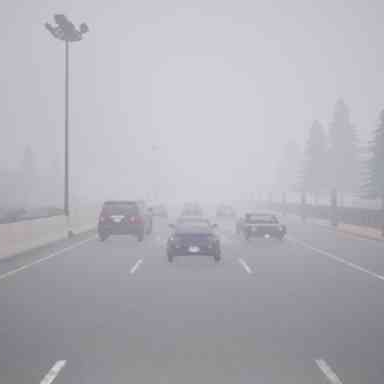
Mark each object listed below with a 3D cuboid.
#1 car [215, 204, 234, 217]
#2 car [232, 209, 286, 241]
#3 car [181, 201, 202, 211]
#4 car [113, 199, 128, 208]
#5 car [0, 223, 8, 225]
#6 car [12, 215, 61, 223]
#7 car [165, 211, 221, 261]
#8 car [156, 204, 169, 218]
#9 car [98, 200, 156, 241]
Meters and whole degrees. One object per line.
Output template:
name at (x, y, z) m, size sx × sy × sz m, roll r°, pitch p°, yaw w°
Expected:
car at (3.480, 1.978, 35.351) m, size 1.994 × 1.385 × 4.181 m, roll 0°, pitch -1°, yaw 0°
car at (3.540, 1.812, 17.980) m, size 1.895 × 1.301 × 4.718 m, roll 0°, pitch -1°, yaw 0°
car at (-0.018, 1.759, 34.684) m, size 2.097 × 1.767 × 4.553 m, roll 0°, pitch -1°, yaw 0°
car at (-14.233, 2.257, 66.516) m, size 1.882 × 1.535 × 5.008 m, roll 0°, pitch 0°, yaw 0°
car at (-14.187, 1.853, 25.689) m, size 2.033 × 1.411 × 5.357 m, roll 0°, pitch -1°, yaw 0°
car at (-10.681, 1.763, 24.103) m, size 1.882 × 1.535 × 5.008 m, roll 0°, pitch -1°, yaw 0°
car at (0.050, 1.678, 12.870) m, size 1.812 × 1.442 × 4.674 m, roll 0°, pitch -1°, yaw 0°
car at (-3.520, 1.979, 35.287) m, size 1.994 × 1.385 × 4.181 m, roll 0°, pitch -1°, yaw 0°
car at (-3.460, 1.436, 18.064) m, size 2.150 × 2.045 × 5.566 m, roll 0°, pitch -1°, yaw 0°
